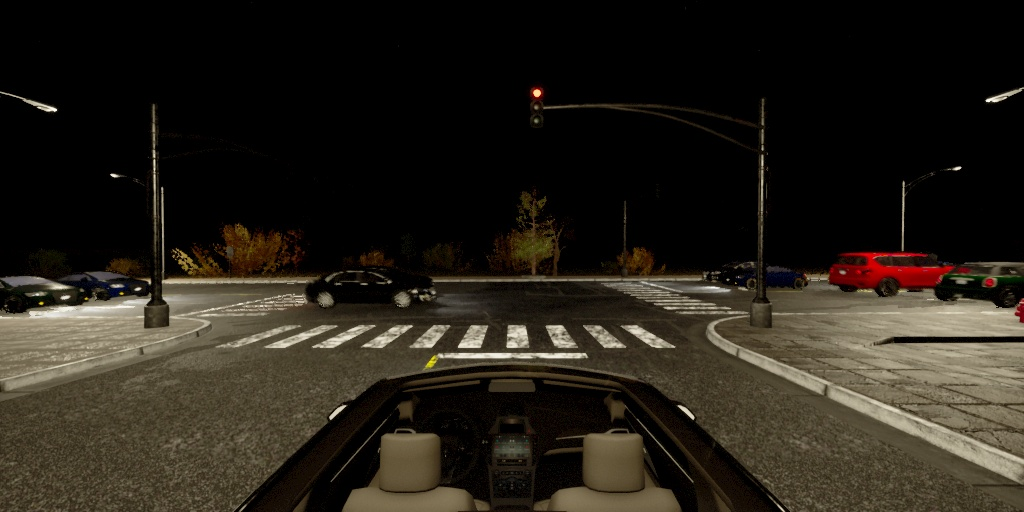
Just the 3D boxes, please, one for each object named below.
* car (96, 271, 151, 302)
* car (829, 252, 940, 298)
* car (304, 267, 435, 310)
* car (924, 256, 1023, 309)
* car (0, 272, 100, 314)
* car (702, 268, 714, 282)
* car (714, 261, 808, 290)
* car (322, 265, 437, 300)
[{"bbox_3d":[-20.347,1.455,17.602,4.181,1.385,1.994,0,1,1],"label":"car"},{"bbox_3d":[18.619,0.864,17.272,5.566,2.045,2.150,-1,1,0],"label":"car"},{"bbox_3d":[-5.552,1.253,14.234,4.892,1.490,1.837,-1,0,0],"label":"car"},{"bbox_3d":[19.706,1.027,14.016,4.553,1.767,2.097,0,1,0],"label":"car"},{"bbox_3d":[-19.847,1.493,14.348,4.181,1.385,1.994,0,1,0],"label":"car"},{"bbox_3d":[15.385,1.068,24.004,4.902,1.511,2.128,0,1,0],"label":"car"},{"bbox_3d":[14.502,1.187,20.761,4.181,1.385,1.994,0,1,0],"label":"car"},{"bbox_3d":[-6.323,1.253,17.497,4.892,1.490,1.837,-1,0,0],"label":"car"}]
